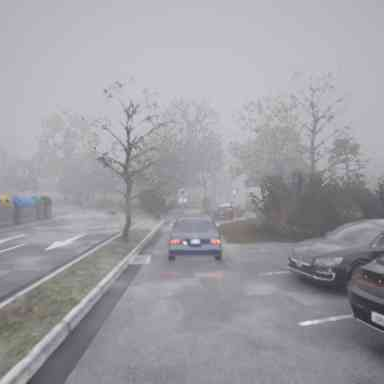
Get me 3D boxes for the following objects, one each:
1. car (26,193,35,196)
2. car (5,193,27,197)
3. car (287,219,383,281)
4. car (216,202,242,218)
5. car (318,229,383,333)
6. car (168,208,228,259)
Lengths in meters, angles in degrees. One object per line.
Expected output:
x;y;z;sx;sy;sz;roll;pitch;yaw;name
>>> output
-26.026;0.901;51.566;4.674;1.442;1.812;4;-2;1;car
-24.385;1.412;44.777;2.435;2.045;5.566;1;-3;-19;car
4.834;1.488;8.712;4.892;1.521;2.231;1;0;-20;car
3.496;1.664;31.262;1.812;1.442;4.674;-1;0;23;car
4.823;1.488;5.318;4.892;1.521;2.231;1;0;-20;car
0.099;1.542;12.586;2.033;1.411;5.357;0;0;0;car
